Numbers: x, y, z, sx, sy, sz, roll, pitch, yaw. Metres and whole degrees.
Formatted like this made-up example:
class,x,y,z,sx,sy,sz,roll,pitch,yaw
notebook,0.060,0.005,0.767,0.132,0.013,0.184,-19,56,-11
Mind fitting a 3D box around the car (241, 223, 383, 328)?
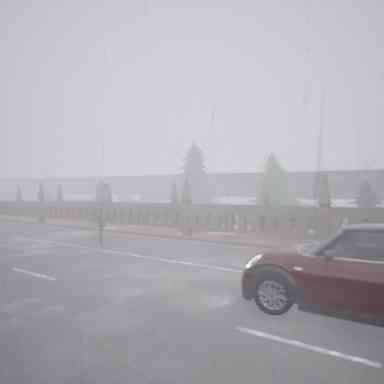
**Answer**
class,x,y,z,sx,sy,sz,roll,pitch,yaw
car,3.168,1.346,5.985,4.553,1.767,2.097,0,0,36
